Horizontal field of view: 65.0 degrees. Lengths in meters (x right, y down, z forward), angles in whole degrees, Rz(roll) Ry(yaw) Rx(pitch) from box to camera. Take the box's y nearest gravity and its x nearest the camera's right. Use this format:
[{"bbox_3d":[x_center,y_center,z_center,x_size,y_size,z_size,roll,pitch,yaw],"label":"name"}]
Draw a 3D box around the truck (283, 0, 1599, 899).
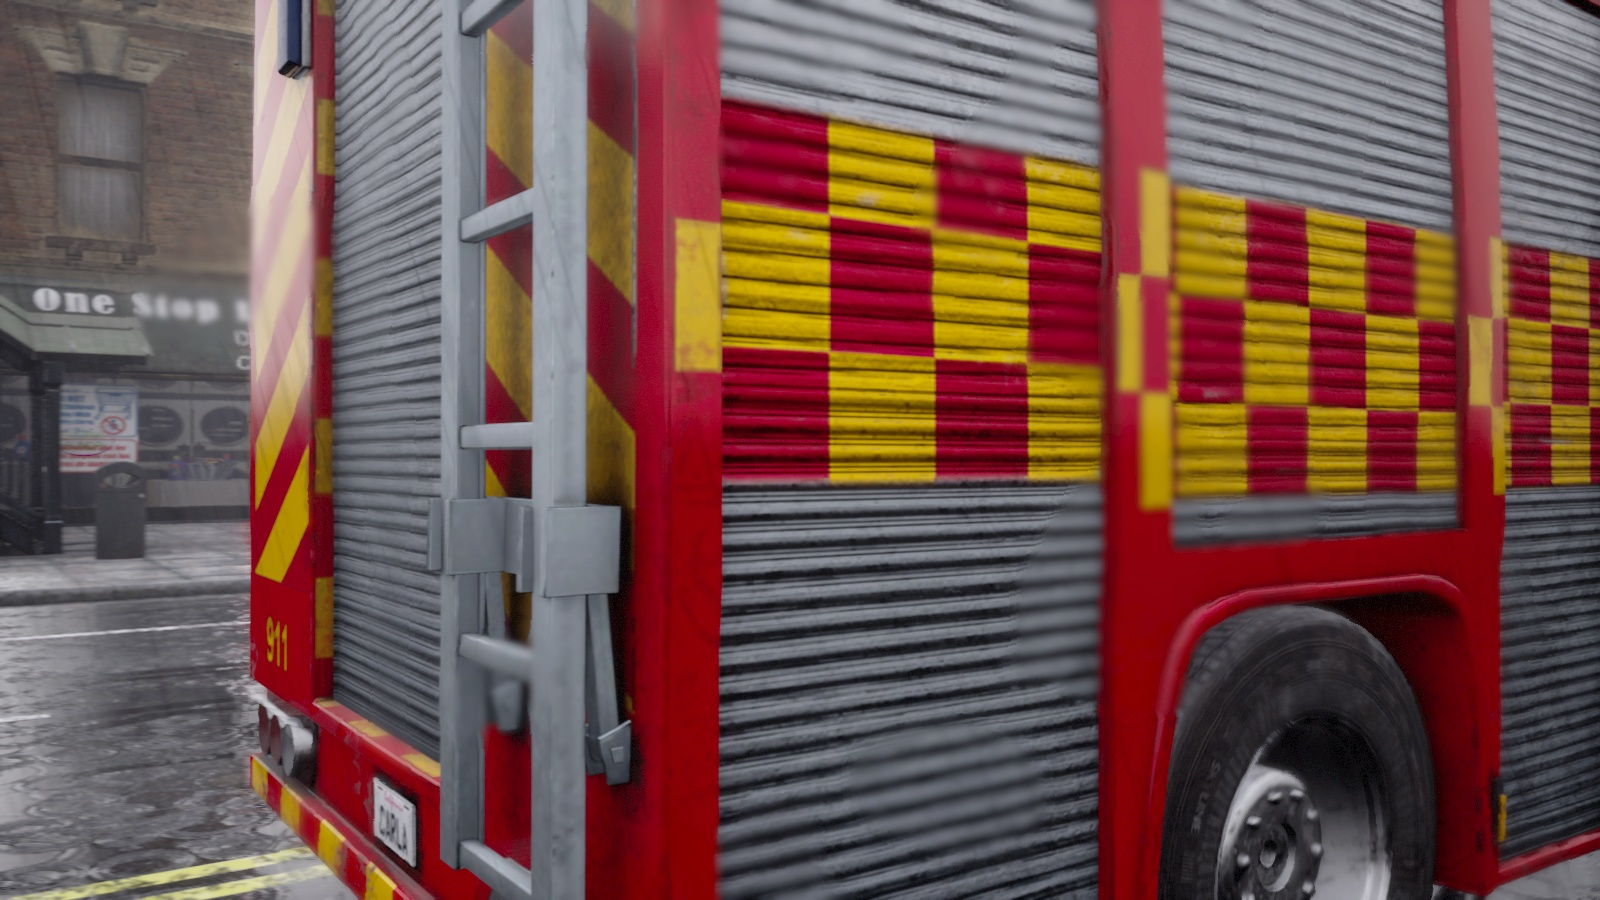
[{"bbox_3d":[2.566,-0.412,5.449,8.468,3.827,2.891,0,0,-35],"label":"truck"}]
